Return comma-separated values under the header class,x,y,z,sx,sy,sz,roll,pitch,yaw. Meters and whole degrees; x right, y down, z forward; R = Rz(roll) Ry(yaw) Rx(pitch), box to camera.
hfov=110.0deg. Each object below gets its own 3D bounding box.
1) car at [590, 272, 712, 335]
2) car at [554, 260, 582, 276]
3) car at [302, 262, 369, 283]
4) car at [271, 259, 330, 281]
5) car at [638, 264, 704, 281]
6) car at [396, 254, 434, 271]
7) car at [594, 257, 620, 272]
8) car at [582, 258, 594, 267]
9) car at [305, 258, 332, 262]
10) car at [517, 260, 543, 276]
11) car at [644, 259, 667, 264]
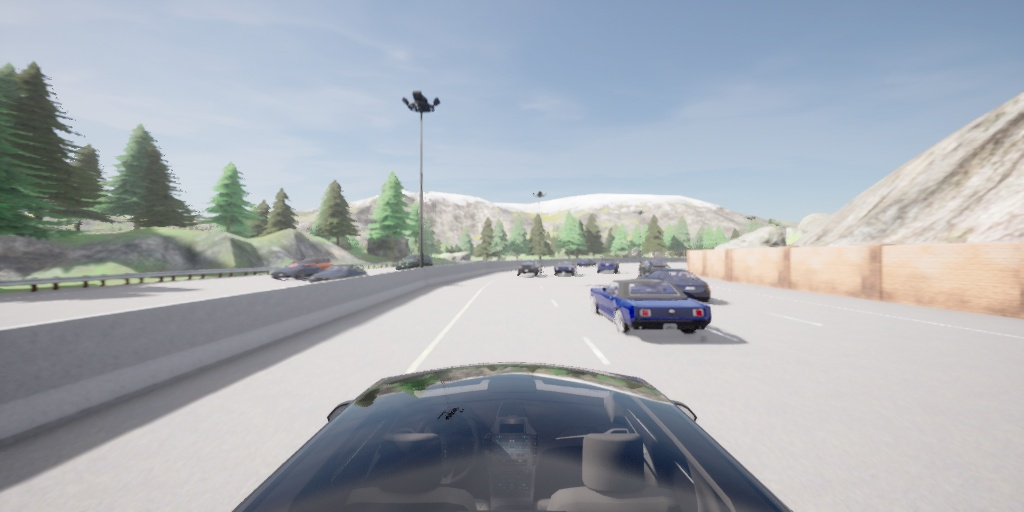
class,x,y,z,sx,sy,sz,roll,pitch,yaw
car,3.601,1.311,10.369,1.895,1.301,4.718,0,0,0
car,5.365,1.199,35.065,1.895,1.301,4.718,0,0,16
car,-10.363,1.223,21.861,1.994,1.385,4.181,0,0,3
car,-16.878,1.193,28.491,1.994,1.385,4.181,0,0,6
car,7.106,1.247,16.260,1.994,1.385,4.181,0,0,0
car,-11.064,0.797,41.357,2.150,2.045,5.566,0,0,15
car,10.844,0.927,40.022,2.097,1.767,4.553,0,0,20
car,12.351,1.055,58.566,1.994,1.385,4.181,0,0,34
car,-19.498,0.951,35.084,2.097,1.767,4.553,0,0,10
car,1.757,1.129,34.102,1.812,1.442,4.674,0,0,12
car,11.715,1.114,29.543,2.128,1.511,4.902,0,0,8
